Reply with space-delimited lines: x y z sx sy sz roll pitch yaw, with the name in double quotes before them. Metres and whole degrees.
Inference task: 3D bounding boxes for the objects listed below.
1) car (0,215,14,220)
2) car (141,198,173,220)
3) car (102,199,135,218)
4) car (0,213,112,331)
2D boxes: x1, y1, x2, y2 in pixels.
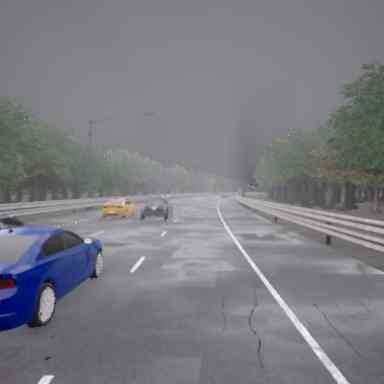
"car" -6.755 1.477 11.188 1.812 1.442 4.674 0 0 1
"car" -2.743 1.244 26.876 2.097 1.767 4.553 0 0 2
"car" -6.175 1.361 28.499 1.882 1.535 5.008 0 0 3
"car" -3.325 1.447 6.960 1.882 1.535 5.008 0 0 1
